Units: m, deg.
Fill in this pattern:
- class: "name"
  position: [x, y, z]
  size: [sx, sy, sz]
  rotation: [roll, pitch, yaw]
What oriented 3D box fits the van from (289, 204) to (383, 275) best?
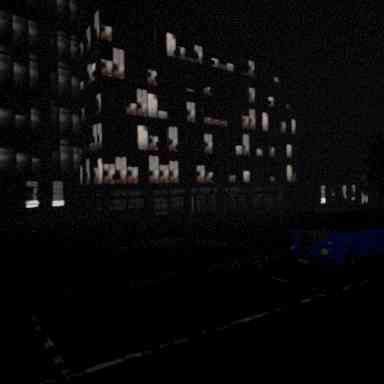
- class: "van"
  position: [4.591, 1.270, 9.850]
  size: [3.998, 1.788, 1.690]
  rotation: [-1, -1, -35]
